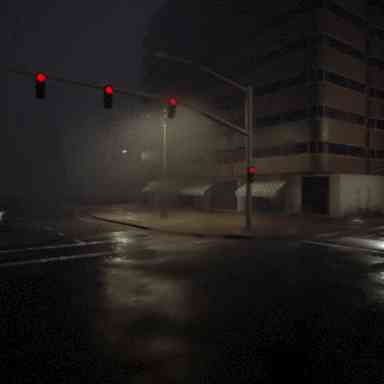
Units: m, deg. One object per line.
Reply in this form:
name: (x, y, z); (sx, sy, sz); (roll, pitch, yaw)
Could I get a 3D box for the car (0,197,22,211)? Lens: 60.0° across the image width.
car: (-20.770, 1.306, 37.295); (2.128, 1.511, 4.902); (0, 0, -5)

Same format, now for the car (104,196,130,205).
car: (-11.880, 1.272, 52.875); (2.033, 1.411, 5.357); (0, 0, 20)

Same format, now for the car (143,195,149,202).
car: (-7.101, 1.198, 61.994); (1.812, 1.442, 4.674); (0, 0, 40)
